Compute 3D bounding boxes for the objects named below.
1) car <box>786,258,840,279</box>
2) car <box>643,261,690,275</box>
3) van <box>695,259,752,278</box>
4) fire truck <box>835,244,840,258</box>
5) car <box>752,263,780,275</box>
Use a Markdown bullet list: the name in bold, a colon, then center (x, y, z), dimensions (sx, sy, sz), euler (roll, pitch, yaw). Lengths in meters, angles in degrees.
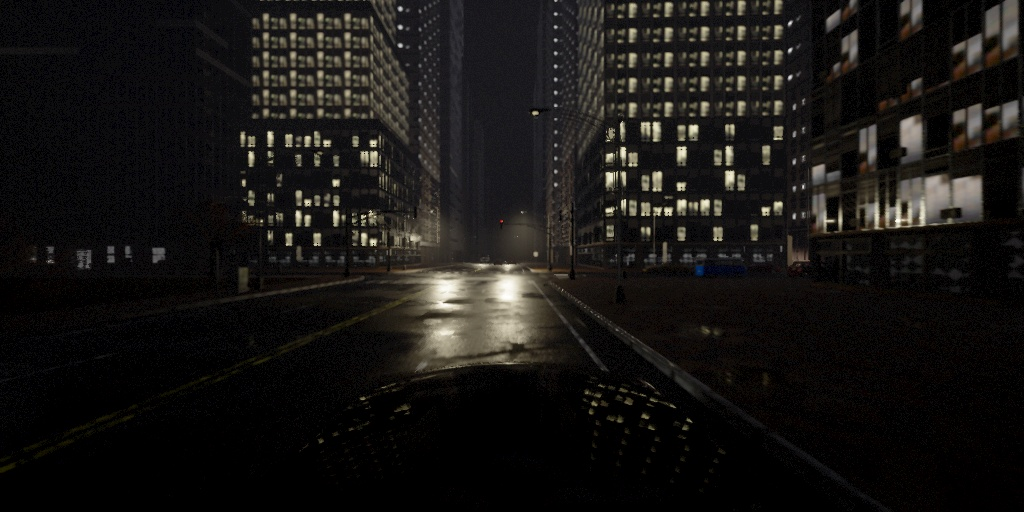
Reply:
- **car**: center (26.634, 1.223, 31.385), dimensions (4.097, 1.591, 1.967), euler (0, 0, 2)
- **car**: center (17.084, 1.295, 39.745), dimensions (4.829, 1.417, 1.751), euler (0, 0, 2)
- **van**: center (18.355, 1.118, 31.573), dimensions (3.998, 1.789, 1.690), euler (0, 0, 2)
- **fire truck**: center (37.974, 0.121, 36.304), dimensions (8.468, 3.827, 2.891), euler (0, 0, 2)
- **car**: center (26.919, 1.358, 39.261), dimensions (4.207, 1.307, 1.802), euler (0, 0, 2)
